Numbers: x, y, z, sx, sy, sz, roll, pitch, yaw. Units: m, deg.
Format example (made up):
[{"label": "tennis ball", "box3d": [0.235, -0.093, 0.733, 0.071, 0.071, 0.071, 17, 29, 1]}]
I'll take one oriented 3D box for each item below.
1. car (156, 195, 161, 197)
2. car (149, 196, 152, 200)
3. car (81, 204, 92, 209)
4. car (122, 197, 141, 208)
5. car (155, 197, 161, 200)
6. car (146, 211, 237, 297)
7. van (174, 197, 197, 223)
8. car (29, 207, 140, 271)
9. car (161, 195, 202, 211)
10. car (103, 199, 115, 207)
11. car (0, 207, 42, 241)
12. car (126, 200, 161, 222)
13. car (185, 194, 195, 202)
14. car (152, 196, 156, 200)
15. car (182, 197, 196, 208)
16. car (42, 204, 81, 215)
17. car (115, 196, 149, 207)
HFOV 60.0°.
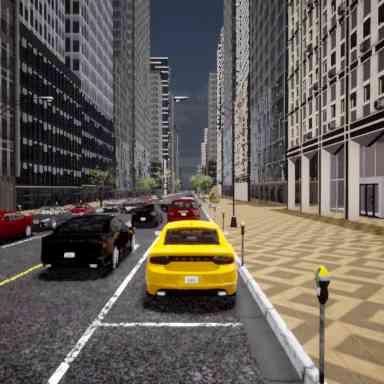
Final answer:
[{"label": "car", "box3d": [-8.844, 1.509, 77.339, 1.752, 1.417, 4.829, -1, 0, 0]}, {"label": "car", "box3d": [-8.843, 1.570, 60.458, 1.802, 1.307, 4.206, -1, 0, 0]}, {"label": "car", "box3d": [-8.843, 1.577, 26.356, 1.802, 1.307, 4.206, -1, 0, 0]}, {"label": "car", "box3d": [-8.843, 1.541, 49.090, 2.008, 1.369, 4.403, -1, 0, 0]}, {"label": "car", "box3d": [-3.062, 1.593, 40.096, 1.895, 1.301, 4.718, 0, 0, 0]}, {"label": "car", "box3d": [-0.006, 1.476, 8.652, 1.882, 1.535, 5.008, 0, 0, 0]}, {"label": "van", "box3d": [-0.465, 1.336, 26.356, 1.690, 1.788, 3.998, -1, 0, 0]}, {"label": "car", "box3d": [-3.146, 1.476, 10.992, 1.882, 1.535, 5.008, 0, 0, 0]}, {"label": "car", "box3d": [-0.465, 1.311, 20.672, 2.192, 1.841, 5.009, -1, 0, 0]}, {"label": "car", "box3d": [-8.844, 1.544, 37.723, 2.008, 1.369, 4.403, -1, 0, 0]}, {"label": "car", "box3d": [-8.843, 1.542, 14.989, 1.887, 1.381, 4.507, -1, 0, 0]}, {"label": "car", "box3d": [-3.068, 1.521, 23.285, 1.812, 1.442, 4.674, 0, 0, 0]}, {"label": "car", "box3d": [-0.465, 1.298, 77.509, 2.192, 1.841, 5.009, -1, 0, 0]}, {"label": "car", "box3d": [-8.845, 1.426, 66.141, 1.967, 1.590, 4.097, -1, 0, 0]}, {"label": "car", "box3d": [-0.463, 1.541, 49.090, 2.008, 1.369, 4.403, -1, 0, 0]}, {"label": "car", "box3d": [-8.844, 1.547, 20.672, 2.008, 1.369, 4.403, -1, 0, 0]}, {"label": "car", "box3d": [-6.231, 1.485, 35.031, 2.128, 1.511, 4.902, 0, 0, 0]}]
